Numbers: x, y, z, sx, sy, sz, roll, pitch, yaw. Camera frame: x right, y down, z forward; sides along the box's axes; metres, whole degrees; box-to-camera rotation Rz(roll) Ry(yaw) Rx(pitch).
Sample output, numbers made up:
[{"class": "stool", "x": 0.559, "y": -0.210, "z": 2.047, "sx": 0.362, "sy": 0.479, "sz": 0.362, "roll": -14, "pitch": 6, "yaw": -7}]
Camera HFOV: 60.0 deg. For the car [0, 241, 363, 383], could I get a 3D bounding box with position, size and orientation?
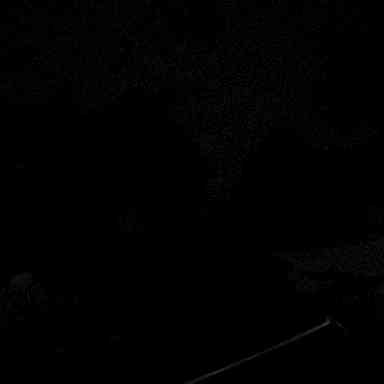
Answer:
[{"class": "car", "x": -0.822, "y": 1.352, "z": 2.365, "sx": 4.553, "sy": 1.767, "sz": 2.097, "roll": 0, "pitch": 0, "yaw": -35}]
